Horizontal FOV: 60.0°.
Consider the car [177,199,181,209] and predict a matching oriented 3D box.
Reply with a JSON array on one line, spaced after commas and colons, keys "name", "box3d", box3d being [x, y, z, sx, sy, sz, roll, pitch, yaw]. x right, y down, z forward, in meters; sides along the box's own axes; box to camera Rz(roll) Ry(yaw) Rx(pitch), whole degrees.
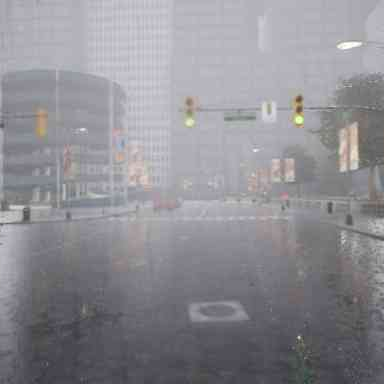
[{"name": "car", "box3d": [-3.042, 1.946, 54.557, 2.128, 1.511, 4.902, -1, 0, 4]}]

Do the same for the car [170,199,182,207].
[{"name": "car", "box3d": [-3.170, 2.097, 64.540, 1.994, 1.385, 4.181, 0, 0, -6]}]

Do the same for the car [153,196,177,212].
[{"name": "car", "box3d": [-3.731, 1.607, 44.879, 2.150, 2.045, 5.566, -1, 0, 4]}]
